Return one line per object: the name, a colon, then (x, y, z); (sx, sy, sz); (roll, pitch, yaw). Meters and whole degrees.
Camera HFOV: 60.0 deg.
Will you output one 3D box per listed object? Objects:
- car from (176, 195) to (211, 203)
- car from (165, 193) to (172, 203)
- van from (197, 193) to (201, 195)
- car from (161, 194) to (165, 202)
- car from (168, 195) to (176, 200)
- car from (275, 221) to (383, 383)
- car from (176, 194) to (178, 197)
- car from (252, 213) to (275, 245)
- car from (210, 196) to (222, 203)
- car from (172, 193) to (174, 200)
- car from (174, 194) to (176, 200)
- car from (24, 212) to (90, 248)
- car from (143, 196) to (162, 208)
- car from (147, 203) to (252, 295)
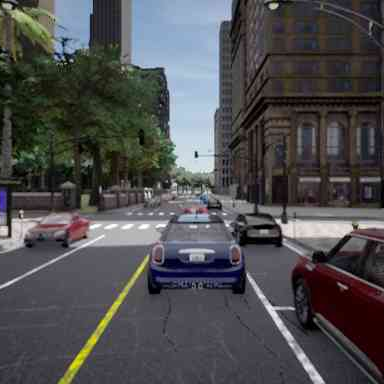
car: (0.095, 1.367, 25.551); (2.097, 1.767, 4.553); (0, 0, 0)
car: (-5.796, 1.397, 68.309); (1.967, 1.590, 4.097); (0, 0, 0)
van: (2.725, 1.283, 79.134); (1.690, 1.788, 3.998); (0, 0, 0)
car: (-5.789, 1.414, 52.048); (1.967, 1.590, 4.097); (0, 0, 0)
car: (-5.807, 1.482, 95.411); (1.947, 1.339, 4.313); (0, 0, 0)
car: (2.757, 1.315, 3.904); (2.192, 1.841, 5.009); (0, 0, 0)
car: (-5.805, 1.240, 89.991); (2.192, 1.841, 5.009); (0, 0, 0)
car: (2.754, 1.563, 14.755); (1.947, 1.339, 4.313); (0, 0, 0)
car: (2.742, 1.548, 41.192); (1.947, 1.339, 4.313); (0, 0, 0)
car: (-5.798, 1.265, 73.730); (2.192, 1.841, 5.009); (0, 0, 0)
car: (-5.802, 1.459, 84.400); (1.752, 1.417, 4.829); (0, 0, 0)
car: (-5.772, 1.578, 14.769); (1.802, 1.307, 4.206); (0, 0, 0)
car: (-5.786, 1.529, 46.628); (2.008, 1.369, 4.403); (0, 0, 0)
car: (0.099, 1.350, 8.870); (2.097, 1.767, 4.553); (0, 0, 0)
